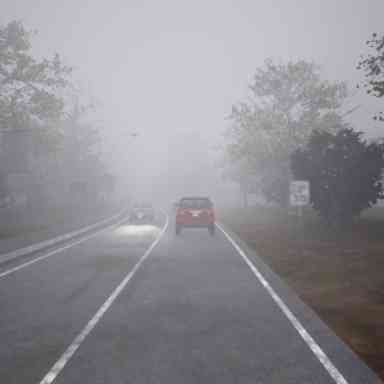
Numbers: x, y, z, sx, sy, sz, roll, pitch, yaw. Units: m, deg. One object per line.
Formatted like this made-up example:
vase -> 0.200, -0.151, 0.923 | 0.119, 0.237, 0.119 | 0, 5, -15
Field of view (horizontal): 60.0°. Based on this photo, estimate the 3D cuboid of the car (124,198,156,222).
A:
car -> -3.891, 1.519, 26.476 | 2.128, 1.511, 4.902 | 0, 0, -4

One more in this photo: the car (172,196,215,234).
car -> 0.108, 1.256, 19.687 | 2.150, 2.045, 5.566 | 0, 0, -2

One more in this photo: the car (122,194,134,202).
car -> -12.844, 1.279, 67.193 | 2.097, 1.767, 4.553 | 2, 0, -22

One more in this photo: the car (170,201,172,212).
car -> -1.300, 1.425, 37.276 | 2.097, 1.767, 4.553 | 1, 0, -8
